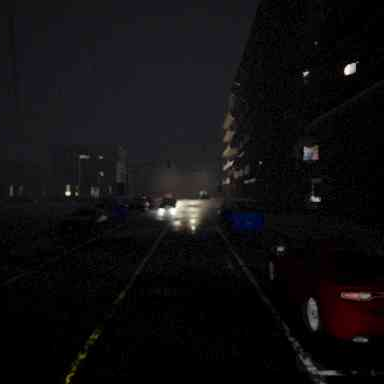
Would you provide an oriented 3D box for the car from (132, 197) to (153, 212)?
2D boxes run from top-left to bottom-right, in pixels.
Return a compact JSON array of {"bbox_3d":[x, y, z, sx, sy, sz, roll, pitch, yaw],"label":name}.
[{"bbox_3d":[-5.608,1.213,34.620,1.967,1.590,4.097,1,0,0],"label":"car"}]

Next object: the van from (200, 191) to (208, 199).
[{"bbox_3d":[2.788,0.788,78.354,1.690,1.788,3.998,1,0,0],"label":"van"}]

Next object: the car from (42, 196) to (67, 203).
[{"bbox_3d":[-25.134,1.328,60.677,4.313,1.339,1.947,0,0,1],"label":"car"}]

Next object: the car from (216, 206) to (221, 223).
[{"bbox_3d":[2.726,1.416,23.353,1.947,1.339,4.313,1,0,0],"label":"car"}]

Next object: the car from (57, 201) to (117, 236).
[{"bbox_3d":[-5.627,1.433,17.683,1.887,1.381,4.507,1,0,0],"label":"car"}]

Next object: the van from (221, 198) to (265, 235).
[{"bbox_3d":[2.723,1.229,17.706,1.690,1.788,3.998,1,0,0],"label":"van"}]

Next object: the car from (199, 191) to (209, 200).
[{"bbox_3d":[2.779,1.041,72.776,2.008,1.369,4.403,1,0,0],"label":"car"}]

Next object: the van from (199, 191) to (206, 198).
[{"bbox_3d":[2.800,0.699,89.516,1.690,1.788,3.998,1,0,0],"label":"van"}]

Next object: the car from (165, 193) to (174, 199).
[{"bbox_3d":[-5.589,0.948,83.909,1.887,1.381,4.507,1,0,0],"label":"car"}]

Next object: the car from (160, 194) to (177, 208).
[{"bbox_3d":[-2.964,1.319,42.557,1.895,1.301,4.718,0,0,0],"label":"car"}]

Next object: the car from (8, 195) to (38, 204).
[{"bbox_3d":[-26.321,1.143,52.055,4.097,1.590,1.967,0,0,1],"label":"car"}]

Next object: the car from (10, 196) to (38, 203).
[{"bbox_3d":[-30.614,1.370,60.757,4.206,1.307,1.802,0,0,1],"label":"car"}]

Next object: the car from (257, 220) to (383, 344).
[{"bbox_3d":[2.708,1.504,6.416,1.887,1.381,4.507,1,0,0],"label":"car"}]

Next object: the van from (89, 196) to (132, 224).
[{"bbox_3d":[-5.619,1.192,23.327,1.690,1.788,3.998,1,0,0],"label":"van"}]

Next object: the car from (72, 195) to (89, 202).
[{"bbox_3d":[-19.653,1.287,60.595,4.403,1.369,2.008,0,0,1],"label":"car"}]
